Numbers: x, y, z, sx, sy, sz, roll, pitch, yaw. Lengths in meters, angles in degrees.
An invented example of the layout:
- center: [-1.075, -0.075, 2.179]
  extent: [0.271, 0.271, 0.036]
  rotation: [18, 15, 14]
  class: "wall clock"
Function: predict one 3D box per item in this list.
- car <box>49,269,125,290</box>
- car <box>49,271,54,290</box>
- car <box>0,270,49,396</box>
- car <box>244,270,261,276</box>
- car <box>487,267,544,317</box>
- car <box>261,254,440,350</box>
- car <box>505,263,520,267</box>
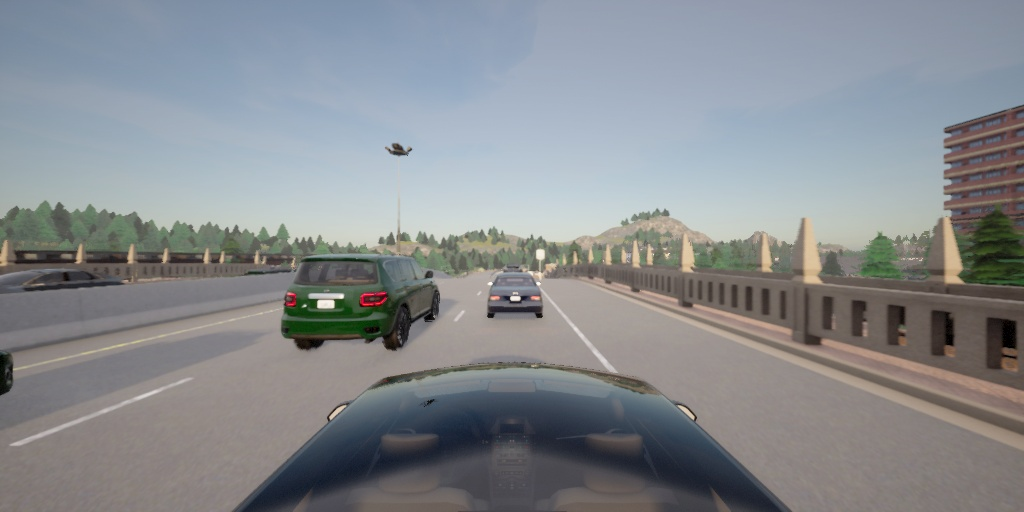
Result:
- center: [-17.579, 1.261, 13.338]
  extent: [1.837, 1.490, 4.892]
  rotation: [0, 0, 0]
  class: "car"
- center: [-14.086, 1.244, 7.679]
  extent: [2.128, 1.511, 4.902]
  rotation: [0, 0, 0]
  class: "car"
- center: [-6.900, 0.971, 1.698]
  extent: [2.150, 2.045, 5.566]
  rotation: [0, 0, 0]
  class: "car"
- center: [-21.020, 1.473, 31.560]
  extent: [1.895, 1.301, 4.718]
  rotation: [0, -2, 0]
  class: "car"
- center: [0.097, 1.303, 13.107]
  extent: [2.033, 1.411, 5.357]
  rotation: [0, 0, 0]
  class: "car"
- center: [-3.403, 0.975, 9.242]
  extent: [2.150, 2.045, 5.566]
  rotation: [0, 0, 0]
  class: "car"
- center: [0.091, 1.492, 35.057]
  extent: [2.128, 1.511, 4.902]
  rotation: [0, -3, 0]
  class: "car"
